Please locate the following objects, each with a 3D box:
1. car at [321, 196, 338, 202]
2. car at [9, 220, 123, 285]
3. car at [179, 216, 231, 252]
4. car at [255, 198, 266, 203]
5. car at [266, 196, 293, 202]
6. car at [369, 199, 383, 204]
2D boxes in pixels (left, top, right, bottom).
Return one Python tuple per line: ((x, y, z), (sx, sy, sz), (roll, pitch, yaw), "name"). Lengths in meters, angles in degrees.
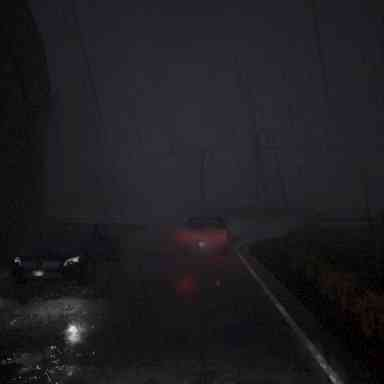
((31.758, 1.914, 76.916), (3.866, 1.878, 1.905), (0, 0, 3), "car")
((-3.363, 1.603, 9.872), (1.812, 1.442, 4.674), (0, -1, 3), "car")
((0.665, 1.715, 14.568), (1.895, 1.301, 4.718), (0, 0, 6), "car")
((18.941, 2.220, 89.845), (3.905, 1.438, 1.784), (0, 0, 3), "car")
((18.023, 1.836, 67.386), (4.605, 1.855, 1.932), (0, 0, 3), "car")
((30.577, 1.894, 52.738), (4.611, 1.667, 2.242), (0, 0, 3), "car")
